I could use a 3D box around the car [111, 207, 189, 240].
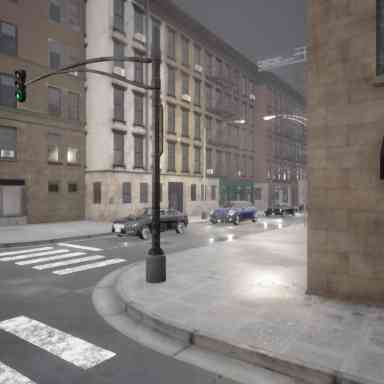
[{"bbox_3d":[-2.113,1.568,17.809,2.128,1.511,4.902,0,0,35],"label":"car"}]

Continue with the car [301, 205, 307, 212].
[{"bbox_3d":[14.868,1.832,41.585,1.895,1.301,4.718,0,0,36],"label":"car"}]

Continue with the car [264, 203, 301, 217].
[{"bbox_3d":[8.952,1.777,33.335,1.895,1.301,4.718,0,0,35],"label":"car"}]

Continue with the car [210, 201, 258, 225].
[{"bbox_3d":[3.229,1.476,25.327,2.097,1.767,4.553,0,0,36],"label":"car"}]
